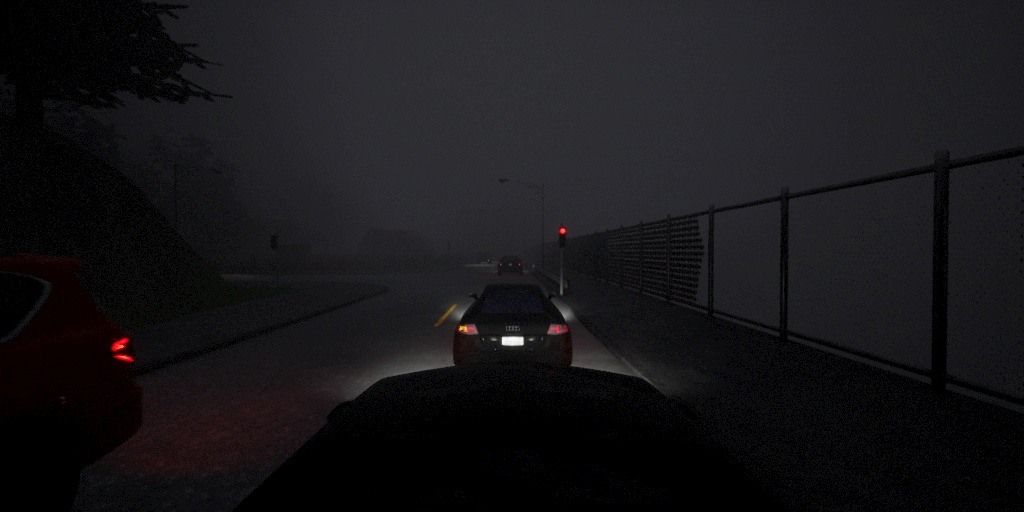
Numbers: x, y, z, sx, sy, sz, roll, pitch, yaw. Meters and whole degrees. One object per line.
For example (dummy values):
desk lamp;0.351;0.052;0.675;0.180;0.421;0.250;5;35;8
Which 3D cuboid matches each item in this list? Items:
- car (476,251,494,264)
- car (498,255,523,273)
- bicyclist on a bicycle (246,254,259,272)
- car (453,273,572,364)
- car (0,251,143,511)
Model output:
car;-4.519;0.236;57.569;2.150;2.045;5.566;0;1;0
car;-0.154;0.708;31.558;2.097;1.767;4.553;0;1;0
bicyclist on a bicycle;-24.055;0.685;33.279;0.582;1.620;1.656;0;1;0
car;0.017;1.238;7.473;1.994;1.385;4.181;0;1;0
car;-4.083;0.987;0.553;2.150;2.045;5.566;0;1;0
